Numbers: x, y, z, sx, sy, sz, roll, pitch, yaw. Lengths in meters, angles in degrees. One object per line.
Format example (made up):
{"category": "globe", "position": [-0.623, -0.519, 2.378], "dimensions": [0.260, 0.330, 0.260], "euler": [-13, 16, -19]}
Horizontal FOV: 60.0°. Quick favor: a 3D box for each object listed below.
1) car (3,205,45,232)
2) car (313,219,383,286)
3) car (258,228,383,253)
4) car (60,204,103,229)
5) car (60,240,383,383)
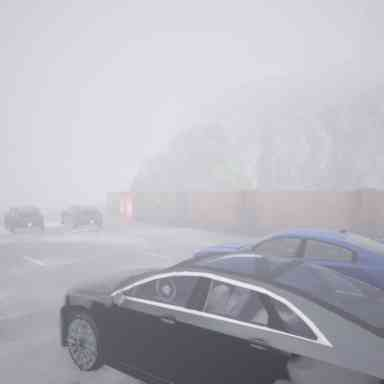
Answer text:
{"category": "car", "position": [-10.647, 1.618, 21.052], "dimensions": [1.837, 1.490, 4.892], "euler": [0, 0, -34]}
{"category": "car", "position": [6.072, 1.572, 8.304], "dimensions": [5.357, 1.411, 2.033], "euler": [0, 0, 37]}
{"category": "car", "position": [2.257, 1.503, 6.920], "dimensions": [5.008, 1.535, 1.882], "euler": [0, 0, 38]}
{"category": "car", "position": [-7.628, 1.620, 22.807], "dimensions": [1.837, 1.490, 4.892], "euler": [0, 0, -34]}
{"category": "car", "position": [0.334, 1.509, 3.997], "dimensions": [4.902, 1.511, 2.128], "euler": [0, 0, 37]}
